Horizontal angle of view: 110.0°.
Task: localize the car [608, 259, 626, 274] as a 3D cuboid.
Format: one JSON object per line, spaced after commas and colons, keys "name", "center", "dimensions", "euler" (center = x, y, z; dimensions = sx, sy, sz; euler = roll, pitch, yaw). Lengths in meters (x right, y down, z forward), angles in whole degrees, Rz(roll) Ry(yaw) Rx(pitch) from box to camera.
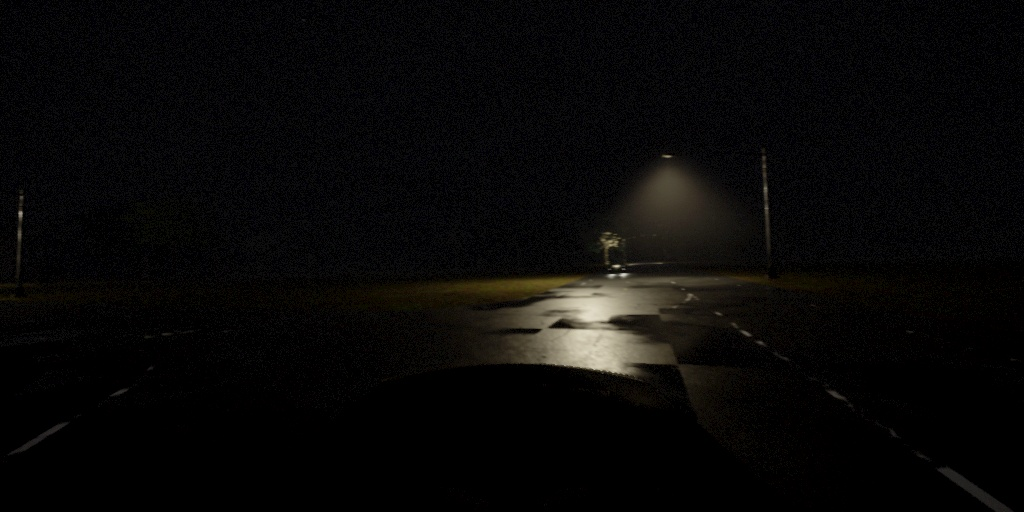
{"name": "car", "center": [15.020, 1.389, 51.133], "dimensions": [2.150, 2.045, 5.566], "euler": [-3, -1, 19]}
